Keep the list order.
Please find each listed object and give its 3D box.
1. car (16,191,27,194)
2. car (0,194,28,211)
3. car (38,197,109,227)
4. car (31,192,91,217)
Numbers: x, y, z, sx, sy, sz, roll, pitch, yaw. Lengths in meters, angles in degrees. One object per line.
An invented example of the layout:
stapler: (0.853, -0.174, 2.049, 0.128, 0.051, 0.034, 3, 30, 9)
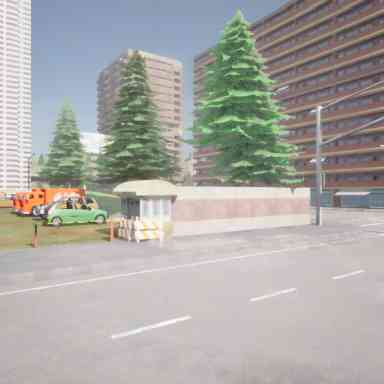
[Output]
car: (-25.825, 1.204, 46.621, 3.866, 1.878, 1.905, 0, 0, -35)
car: (-24.546, 1.394, 44.099, 4.193, 1.474, 1.816, 0, 0, -35)
car: (-7.458, 1.341, 21.482, 3.988, 1.617, 1.851, 0, 0, -35)
car: (-9.483, 1.172, 25.532, 4.605, 1.855, 1.932, 0, 0, -35)
